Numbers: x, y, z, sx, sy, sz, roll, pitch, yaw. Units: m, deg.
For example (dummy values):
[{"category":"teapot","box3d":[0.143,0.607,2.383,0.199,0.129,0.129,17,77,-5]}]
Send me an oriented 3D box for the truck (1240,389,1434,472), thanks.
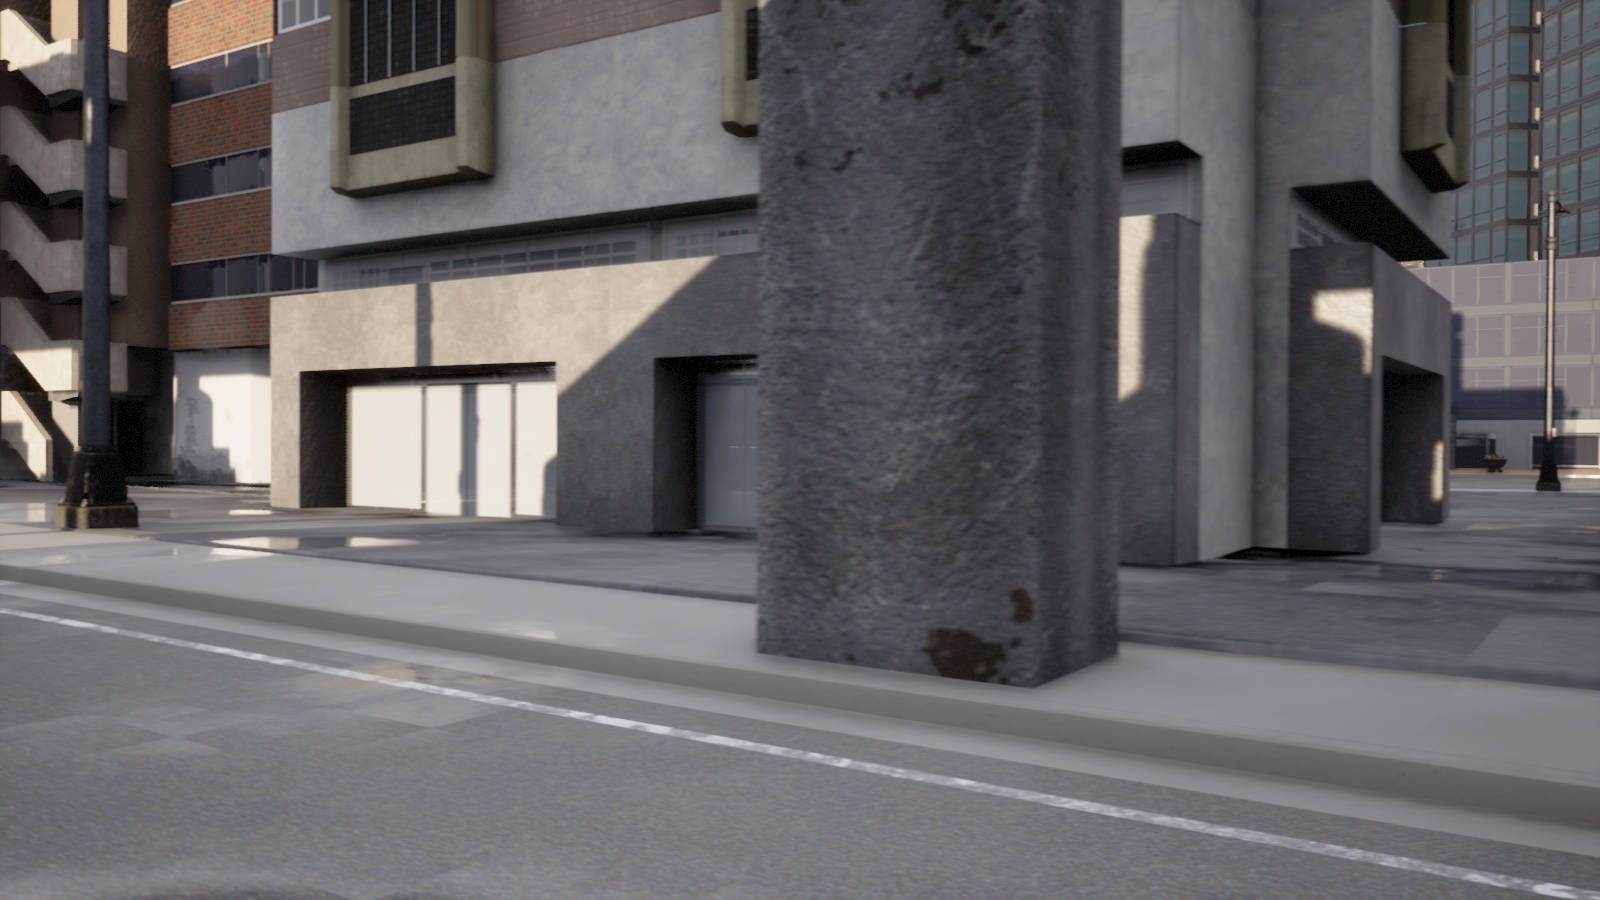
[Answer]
[{"category":"truck","box3d":[26.711,-0.881,62.670,8.468,3.827,2.891,-1,0,33]}]
